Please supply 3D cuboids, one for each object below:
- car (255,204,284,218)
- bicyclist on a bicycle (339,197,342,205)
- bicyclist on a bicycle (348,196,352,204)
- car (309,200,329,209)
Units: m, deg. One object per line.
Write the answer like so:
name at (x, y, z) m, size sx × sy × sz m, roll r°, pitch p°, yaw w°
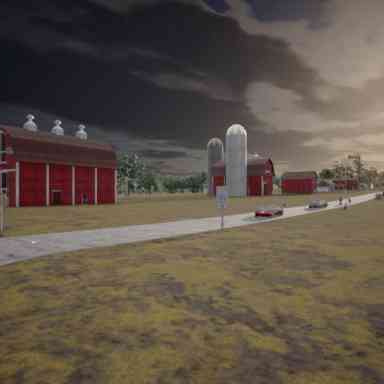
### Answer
car at (8.378, 1.980, 35.695) m, size 1.994 × 1.385 × 4.181 m, roll 0°, pitch 0°, yaw 35°
bicyclist on a bicycle at (27.730, 1.724, 62.026) m, size 0.582 × 1.620 × 1.656 m, roll 0°, pitch 0°, yaw 35°
bicyclist on a bicycle at (32.907, 1.613, 69.379) m, size 0.866 × 1.612 × 1.509 m, roll 0°, pitch 1°, yaw 35°
car at (19.822, 1.888, 51.955) m, size 2.033 × 1.411 × 5.357 m, roll 0°, pitch 0°, yaw 35°
